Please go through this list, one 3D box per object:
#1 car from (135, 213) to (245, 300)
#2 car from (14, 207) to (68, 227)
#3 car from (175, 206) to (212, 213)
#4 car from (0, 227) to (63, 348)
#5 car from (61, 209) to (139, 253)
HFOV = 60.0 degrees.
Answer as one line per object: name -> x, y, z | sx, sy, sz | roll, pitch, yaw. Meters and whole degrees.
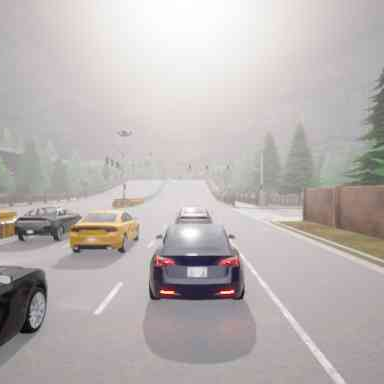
car -> 0.096, 1.501, 8.400 | 2.163, 1.488, 4.792 | 0, 0, 0
car -> -6.909, 1.487, 16.599 | 2.128, 1.511, 4.902 | 0, 0, 0
car -> 0.090, 1.487, 17.491 | 2.128, 1.511, 4.902 | 0, 0, 0
car -> -3.400, 1.477, 3.737 | 1.882, 1.535, 5.008 | 0, 0, 0
car -> -3.407, 1.474, 13.753 | 1.882, 1.535, 5.008 | 0, 0, 0
